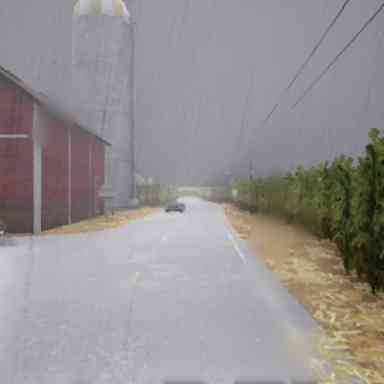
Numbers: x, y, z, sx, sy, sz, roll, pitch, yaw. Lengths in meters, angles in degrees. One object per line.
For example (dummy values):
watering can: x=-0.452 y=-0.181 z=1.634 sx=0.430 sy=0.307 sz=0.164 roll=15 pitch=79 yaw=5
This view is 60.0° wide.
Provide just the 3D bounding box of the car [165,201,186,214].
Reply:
car: x=-1.768 y=1.621 z=36.088 sx=1.895 sy=1.301 sz=4.718 roll=0 pitch=0 yaw=4

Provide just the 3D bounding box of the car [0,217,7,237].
car: x=-10.673 y=1.530 z=14.289 sx=4.892 sy=1.490 sz=1.837 roll=0 pitch=5 yaw=-5
